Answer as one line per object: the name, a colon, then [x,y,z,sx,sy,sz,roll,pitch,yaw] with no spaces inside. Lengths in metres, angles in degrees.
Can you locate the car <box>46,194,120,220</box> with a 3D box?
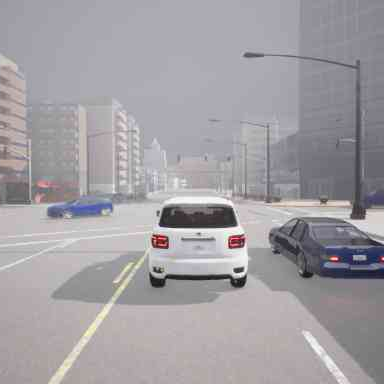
car: [-8.314,1.158,25.059,1.882,1.535,5.008,1,1,43]

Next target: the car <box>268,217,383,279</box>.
car: [3.663,1.441,9.755,2.033,1.411,5.357,0,1,0]

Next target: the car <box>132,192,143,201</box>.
car: [-10.216,0.867,57.076,1.994,1.385,4.181,0,0,0]

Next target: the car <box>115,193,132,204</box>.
car: [-10.283,0.877,47.076,1.837,1.490,4.892,0,1,1]

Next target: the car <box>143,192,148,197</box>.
car: [-10.106,0.736,67.163,1.882,1.535,5.008,0,0,1]

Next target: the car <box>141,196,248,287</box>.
car: [0.147,1.128,9.213,2.150,2.045,5.566,0,1,0]

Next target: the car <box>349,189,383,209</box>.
car: [19.163,0.669,34.005,5.566,2.045,2.150,0,1,1]
